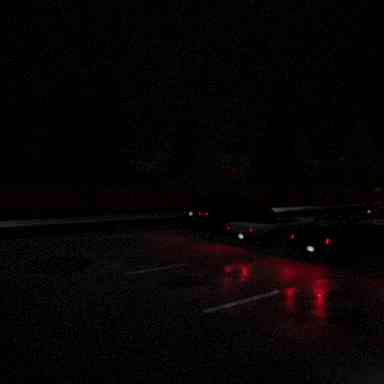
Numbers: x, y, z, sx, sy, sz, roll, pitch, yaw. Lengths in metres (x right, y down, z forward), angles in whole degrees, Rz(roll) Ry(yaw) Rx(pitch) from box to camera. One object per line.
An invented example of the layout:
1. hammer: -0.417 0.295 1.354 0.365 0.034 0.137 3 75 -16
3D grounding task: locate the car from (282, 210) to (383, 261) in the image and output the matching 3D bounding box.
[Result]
1. car: 5.653 1.540 12.078 4.718 1.301 1.895 0 0 -35

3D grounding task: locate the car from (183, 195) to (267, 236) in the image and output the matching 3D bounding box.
1. car: 2.121 1.156 18.156 5.566 2.045 2.150 0 0 -35

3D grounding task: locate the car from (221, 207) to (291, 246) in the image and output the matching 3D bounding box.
1. car: 3.840 1.538 15.083 4.718 1.301 1.895 0 0 -35

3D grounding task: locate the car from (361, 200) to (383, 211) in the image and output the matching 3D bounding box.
1. car: 16.214 1.370 28.298 4.674 1.442 1.812 0 0 -36
